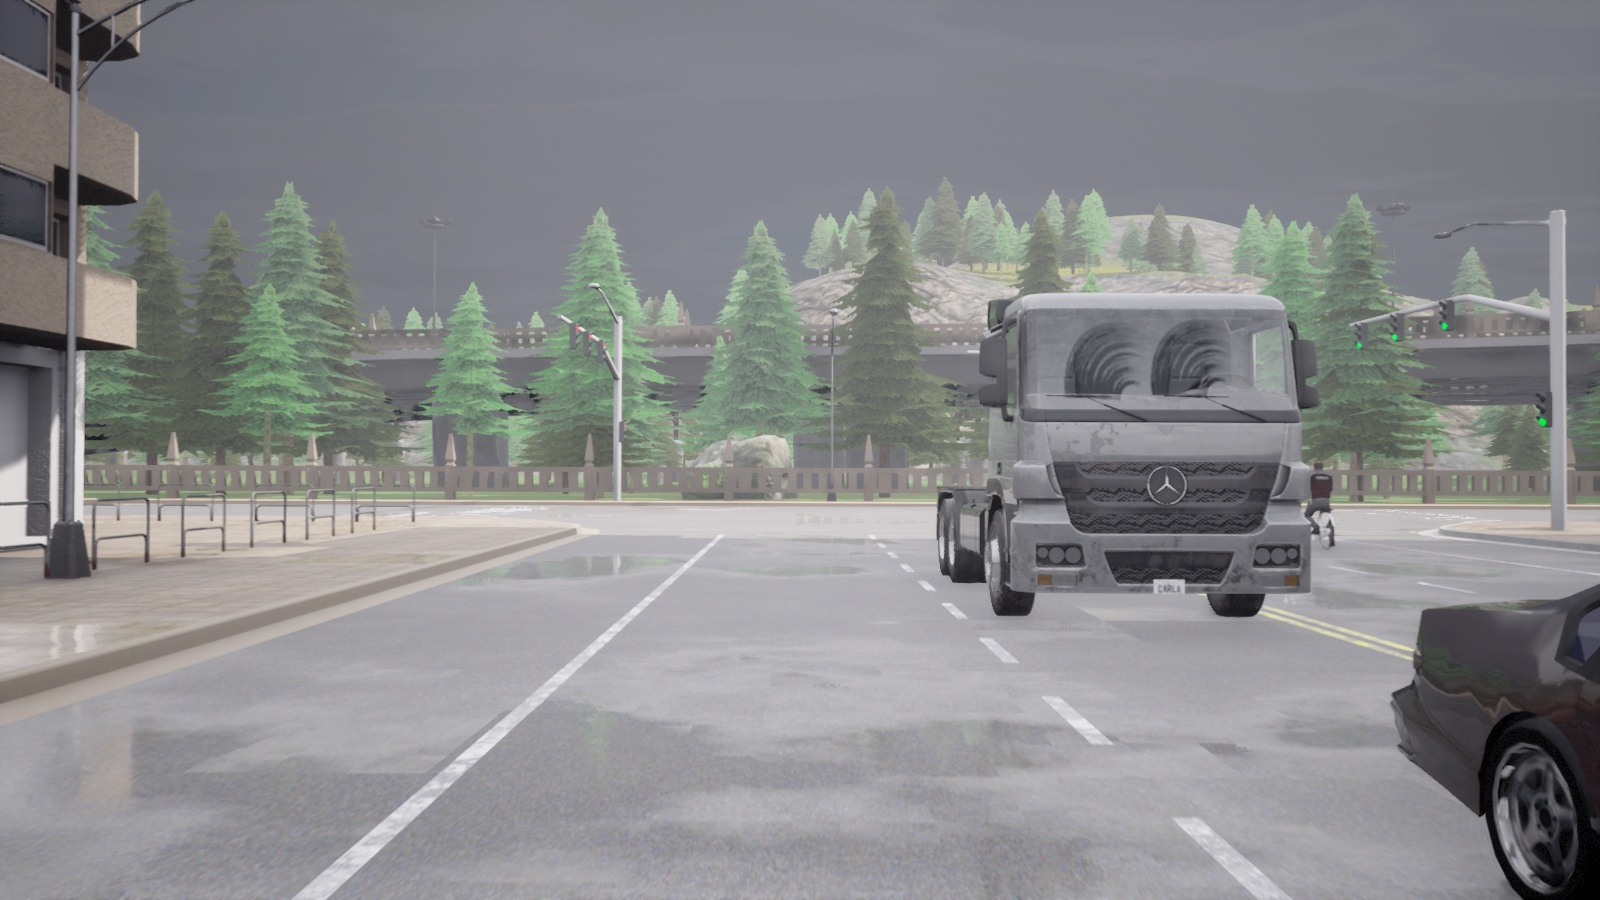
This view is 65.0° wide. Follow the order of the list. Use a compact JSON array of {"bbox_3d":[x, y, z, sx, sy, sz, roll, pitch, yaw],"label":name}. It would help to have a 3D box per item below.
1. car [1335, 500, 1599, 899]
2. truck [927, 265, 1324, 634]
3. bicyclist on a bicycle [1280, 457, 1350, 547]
[{"bbox_3d":[3.492,0.893,3.108,2.033,1.411,5.357,0,-1,0],"label":"car"},{"bbox_3d":[3.458,0.058,15.794,2.891,3.462,7.936,0,-1,0],"label":"truck"},{"bbox_3d":[10.438,1.029,25.511,0.659,1.776,1.843,0,-1,0],"label":"bicyclist on a bicycle"}]
